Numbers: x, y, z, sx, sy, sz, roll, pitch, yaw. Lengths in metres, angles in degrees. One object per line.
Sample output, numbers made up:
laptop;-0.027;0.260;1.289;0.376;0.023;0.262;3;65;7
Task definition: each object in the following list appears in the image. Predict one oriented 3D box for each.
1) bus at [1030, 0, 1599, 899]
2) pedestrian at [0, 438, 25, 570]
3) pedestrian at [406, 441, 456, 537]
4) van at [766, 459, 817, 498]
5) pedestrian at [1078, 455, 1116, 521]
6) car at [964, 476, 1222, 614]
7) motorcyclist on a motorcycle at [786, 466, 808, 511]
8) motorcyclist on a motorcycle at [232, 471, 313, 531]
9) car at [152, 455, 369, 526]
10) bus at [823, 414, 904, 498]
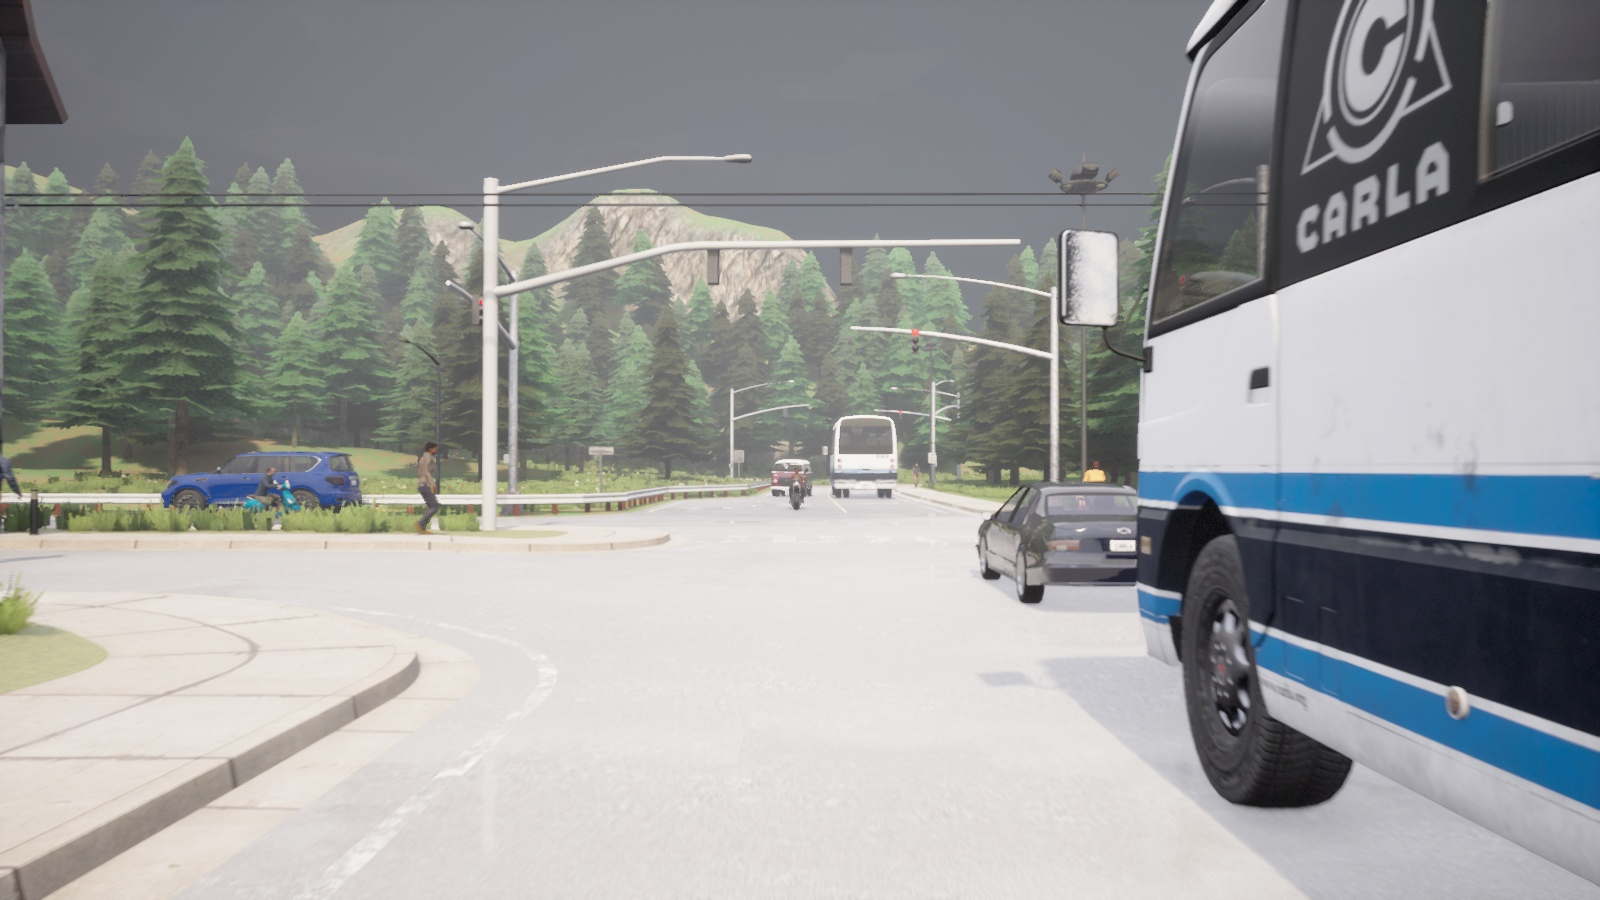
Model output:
bus;3.483;-0.541;2.956;3.944;4.253;10.273;0;-1;0
pedestrian;-12.001;0.796;18.732;0.423;1.949;0.788;0;-1;-2
pedestrian;-7.008;0.735;23.847;0.869;1.805;0.328;0;-1;-27
van;-0.415;1.510;68.518;2.069;2.038;4.480;0;-1;9
pedestrian;8.516;1.087;36.044;0.874;1.855;0.900;0;-1;-1
car;3.462;1.064;16.027;2.033;1.411;5.357;0;-1;0
motorcyclist on a motorcycle;-0.115;1.432;47.117;0.766;1.649;2.350;0;-1;0
motorcyclist on a motorcycle;-14.243;1.362;33.957;1.817;1.590;0.866;0;-1;1
car;-16.012;1.189;37.500;5.566;2.045;2.150;0;-1;1
bus;3.356;0.397;69.250;3.944;4.253;10.273;0;-1;0
